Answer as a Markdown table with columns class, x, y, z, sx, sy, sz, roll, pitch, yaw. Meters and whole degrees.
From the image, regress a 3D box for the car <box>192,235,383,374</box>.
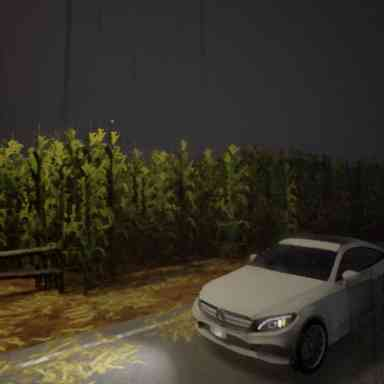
| class | x | y | z | sx | sy | sz | roll | pitch | yaw |
| --- | --- | --- | --- | --- | --- | --- | --- | --- | --- |
| car | 2.144 | 1.533 | 5.790 | 4.674 | 1.442 | 1.812 | 0 | 0 | -39 |
